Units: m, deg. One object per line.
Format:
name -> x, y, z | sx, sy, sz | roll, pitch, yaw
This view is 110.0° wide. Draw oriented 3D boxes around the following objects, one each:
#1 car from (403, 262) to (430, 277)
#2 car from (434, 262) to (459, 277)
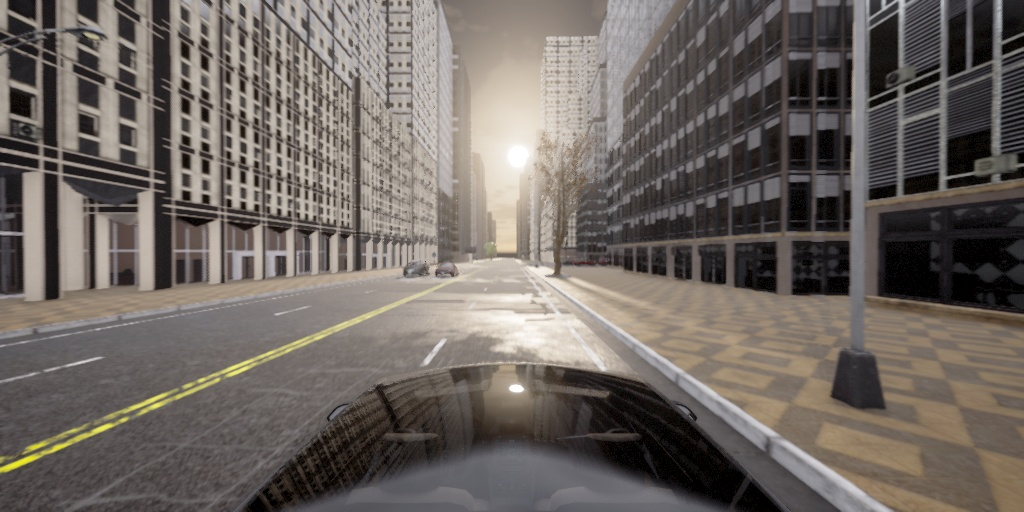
car -> -9.825, 1.326, 37.060 | 2.128, 1.511, 4.902 | 0, 0, 0
car -> -6.577, 1.357, 36.476 | 1.812, 1.442, 4.674 | 0, 0, 0
